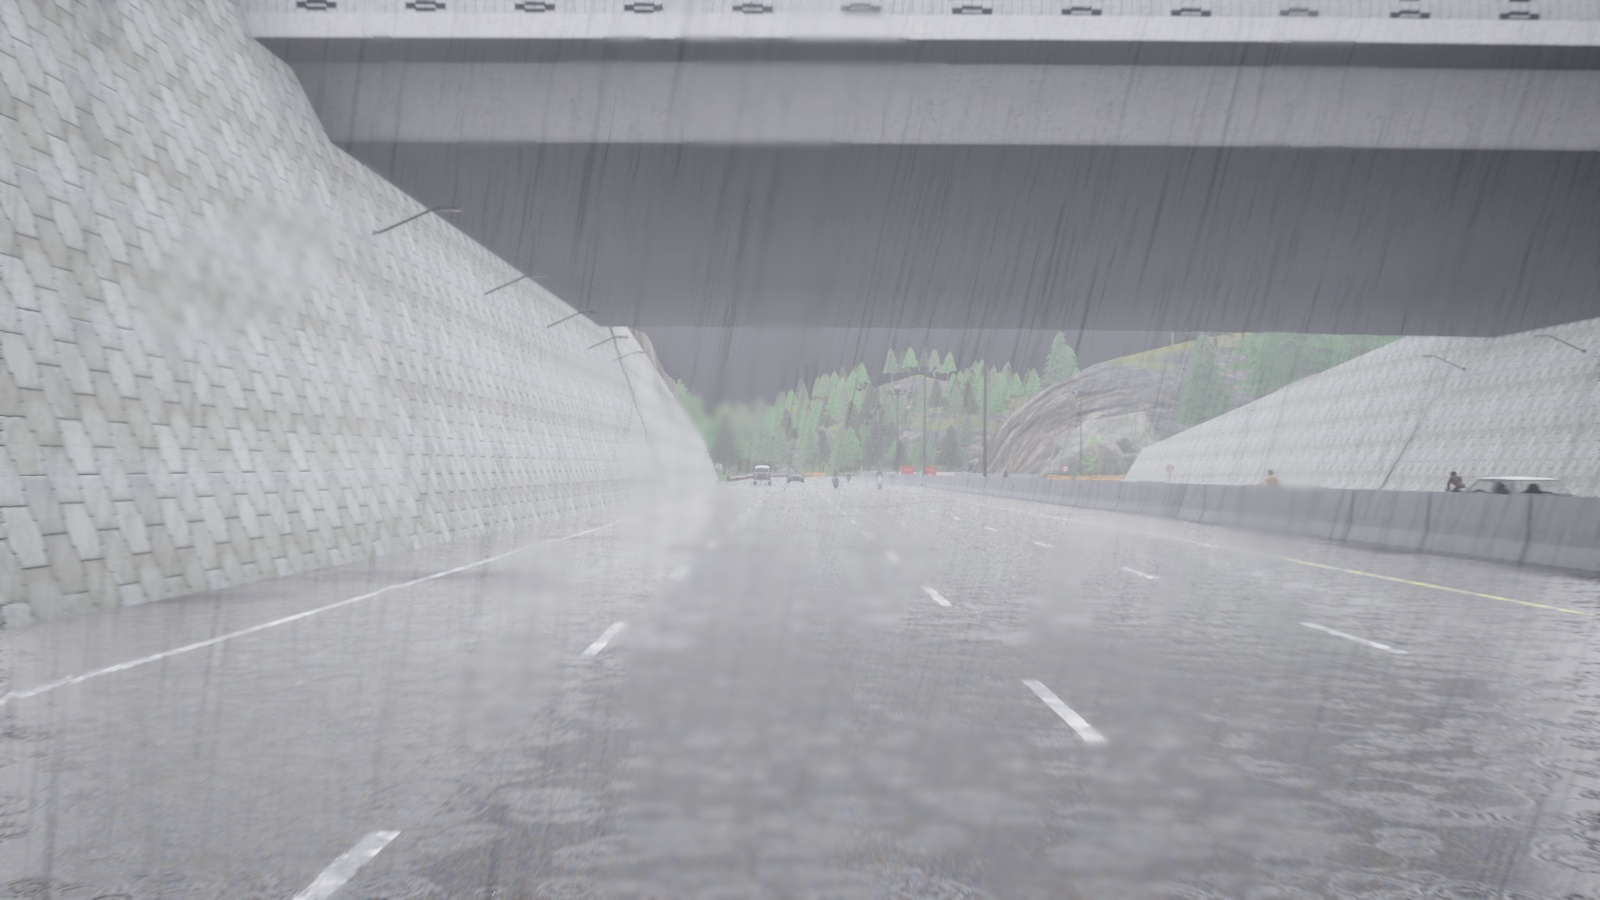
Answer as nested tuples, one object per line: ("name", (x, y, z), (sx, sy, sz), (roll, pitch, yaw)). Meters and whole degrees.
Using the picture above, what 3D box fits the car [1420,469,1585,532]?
("car", (17.424, 1.219, 31.375), (1.970, 1.475, 3.806), (0, -1, 0))
